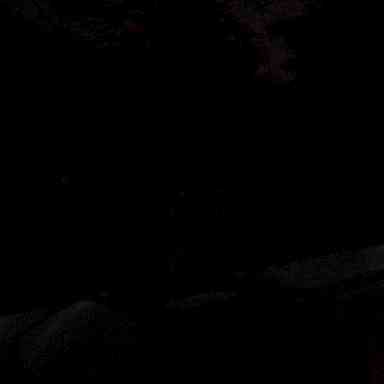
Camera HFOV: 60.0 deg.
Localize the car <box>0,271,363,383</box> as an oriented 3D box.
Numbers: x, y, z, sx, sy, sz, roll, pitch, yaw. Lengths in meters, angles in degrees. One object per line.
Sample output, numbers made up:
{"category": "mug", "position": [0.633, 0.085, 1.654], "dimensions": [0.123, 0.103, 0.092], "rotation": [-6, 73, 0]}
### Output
{"category": "car", "position": [-0.372, 1.525, 2.803], "dimensions": [4.674, 1.442, 1.812], "rotation": [0, 0, -35]}
